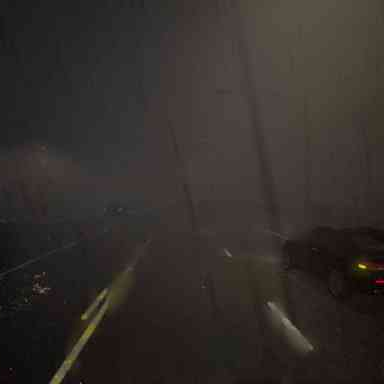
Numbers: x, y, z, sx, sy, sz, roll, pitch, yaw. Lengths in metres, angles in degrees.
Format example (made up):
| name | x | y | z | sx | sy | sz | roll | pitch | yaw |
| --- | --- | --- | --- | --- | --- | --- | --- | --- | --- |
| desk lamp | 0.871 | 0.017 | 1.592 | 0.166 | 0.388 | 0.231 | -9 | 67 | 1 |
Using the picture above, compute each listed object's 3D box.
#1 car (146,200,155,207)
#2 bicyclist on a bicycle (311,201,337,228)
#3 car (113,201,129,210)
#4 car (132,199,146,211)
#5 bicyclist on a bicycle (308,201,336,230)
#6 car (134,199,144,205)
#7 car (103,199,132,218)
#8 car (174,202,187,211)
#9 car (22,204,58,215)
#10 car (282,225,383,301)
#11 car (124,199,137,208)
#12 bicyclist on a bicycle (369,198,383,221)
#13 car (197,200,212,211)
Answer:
| name | x | y | z | sx | sy | sz | roll | pitch | yaw |
| --- | --- | --- | --- | --- | --- | --- | --- | --- | --- |
| car | -9.554 | 2.433 | 69.083 | 2.128 | 1.511 | 4.902 | -1 | -1 | -2 |
| bicyclist on a bicycle | 8.308 | 1.362 | 20.869 | 1.656 | 1.620 | 0.582 | 0 | -1 | -28 |
| car | -12.687 | 2.431 | 59.467 | 1.994 | 1.385 | 4.181 | -1 | -1 | -2 |
| car | -9.009 | 2.214 | 53.689 | 1.882 | 1.535 | 5.008 | -1 | -1 | -2 |
| bicyclist on a bicycle | 7.795 | 1.440 | 20.121 | 1.656 | 1.620 | 0.582 | -8 | -1 | 7 |
| car | -13.717 | 2.573 | 86.203 | 2.128 | 1.511 | 4.902 | -1 | 0 | -2 |
| car | -8.408 | 1.899 | 36.901 | 2.097 | 1.767 | 4.553 | -1 | 0 | -2 |
| car | -1.742 | 2.130 | 50.653 | 1.994 | 1.385 | 4.181 | -1 | -1 | -2 |
| car | -21.511 | 2.396 | 46.984 | 4.902 | 1.511 | 2.128 | -1 | -1 | 5 |
| car | 3.788 | 1.542 | 8.316 | 1.812 | 1.442 | 4.674 | -1 | -1 | -5 |
| car | -13.153 | 2.352 | 71.524 | 2.097 | 1.767 | 4.553 | -1 | -1 | -2 |
| bicyclist on a bicycle | 13.529 | 1.294 | 23.819 | 1.656 | 1.620 | 0.582 | -3 | -2 | 42 |
| car | 1.823 | 1.958 | 48.990 | 1.882 | 1.535 | 5.008 | -1 | 0 | -2 |
